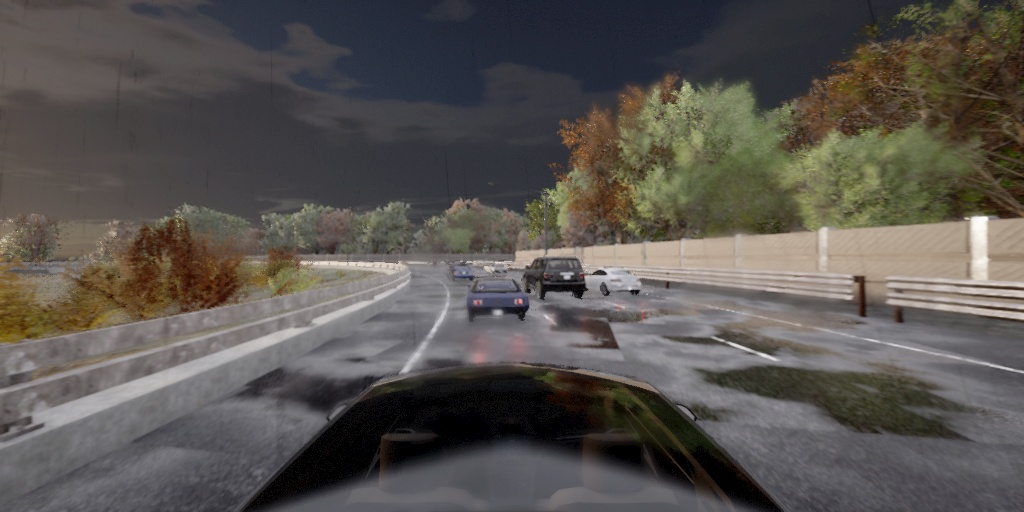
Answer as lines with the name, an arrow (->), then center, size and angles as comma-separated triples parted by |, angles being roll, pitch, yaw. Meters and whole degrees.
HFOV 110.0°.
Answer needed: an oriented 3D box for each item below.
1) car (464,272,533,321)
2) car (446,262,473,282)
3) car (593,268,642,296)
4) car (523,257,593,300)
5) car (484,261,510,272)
car -> -0.652, 1.415, 12.856 | 1.895, 1.301, 4.718 | 0, 0, -6
car -> -4.722, 1.484, 32.125 | 2.033, 1.411, 5.357 | 0, 0, -17
car -> 5.356, 1.353, 19.722 | 1.812, 1.442, 4.674 | 0, 0, -10
car -> 2.036, 1.056, 18.684 | 2.150, 2.045, 5.566 | 0, 0, -9
car -> -2.125, 1.599, 45.309 | 1.895, 1.301, 4.718 | 0, 0, -21
